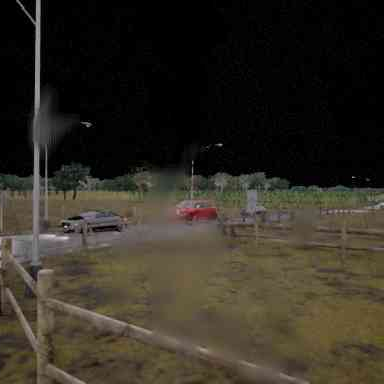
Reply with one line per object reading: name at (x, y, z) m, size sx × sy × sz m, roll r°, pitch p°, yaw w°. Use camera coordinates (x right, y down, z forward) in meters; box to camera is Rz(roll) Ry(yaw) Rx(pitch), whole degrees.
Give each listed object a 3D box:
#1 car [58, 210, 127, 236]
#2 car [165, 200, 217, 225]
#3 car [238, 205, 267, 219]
car at (-5.981, 1.830, 20.405) m, size 1.994 × 1.385 × 4.181 m, roll 1°, pitch -1°, yaw 35°
car at (0.091, 1.718, 29.026) m, size 2.150 × 2.045 × 5.566 m, roll 1°, pitch -1°, yaw 36°
car at (7.186, 2.300, 39.105) m, size 1.837 × 1.490 × 4.892 m, roll 1°, pitch -1°, yaw 35°
